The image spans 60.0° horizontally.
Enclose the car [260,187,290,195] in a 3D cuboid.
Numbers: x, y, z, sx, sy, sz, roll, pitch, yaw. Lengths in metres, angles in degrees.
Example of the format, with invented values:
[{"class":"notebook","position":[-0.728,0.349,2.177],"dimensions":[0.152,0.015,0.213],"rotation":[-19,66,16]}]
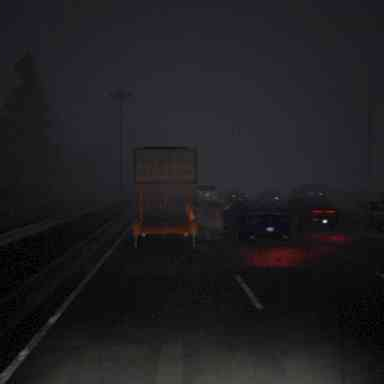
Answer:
[{"class":"car","position":[8.105,0.524,34.400],"dimensions":[1.994,1.385,4.181],"rotation":[0,2,-4]}]

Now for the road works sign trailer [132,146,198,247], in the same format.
[{"class":"road works sign trailer","position":[-1.018,0.065,12.805],"dimensions":[2.380,3.560,2.880],"rotation":[0,2,-4]}]

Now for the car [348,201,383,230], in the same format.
[{"class":"car","position":[9.318,1.096,16.990],"dimensions":[1.895,1.301,4.718],"rotation":[0,2,-4]}]

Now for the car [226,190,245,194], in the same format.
[{"class":"car","position":[4.572,0.467,34.759],"dimensions":[1.812,1.442,4.674],"rotation":[0,2,-4]}]

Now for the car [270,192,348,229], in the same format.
[{"class":"car","position":[5.786,0.983,17.307],"dimensions":[1.837,1.490,4.892],"rotation":[0,2,-4]}]

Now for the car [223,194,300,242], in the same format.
[{"class":"car","position":[2.514,1.052,13.908],"dimensions":[1.882,1.535,5.008],"rotation":[0,2,-4]}]

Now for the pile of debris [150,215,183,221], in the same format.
[{"class":"pile of debris","position":[-1.508,1.551,19.837],"dimensions":[1.860,0.140,1.500],"rotation":[0,2,-4]}]

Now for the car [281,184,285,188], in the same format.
[{"class":"car","position":[18.301,-0.753,65.380],"dimensions":[3.866,1.878,1.905],"rotation":[0,2,-4]}]

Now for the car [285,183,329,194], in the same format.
[{"class":"car","position":[11.683,0.220,33.396],"dimensions":[2.150,2.045,5.566],"rotation":[0,2,-4]}]

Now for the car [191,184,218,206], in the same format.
[{"class":"car","position":[1.211,0.220,32.625],"dimensions":[2.150,2.045,5.566],"rotation":[0,2,-4]}]
